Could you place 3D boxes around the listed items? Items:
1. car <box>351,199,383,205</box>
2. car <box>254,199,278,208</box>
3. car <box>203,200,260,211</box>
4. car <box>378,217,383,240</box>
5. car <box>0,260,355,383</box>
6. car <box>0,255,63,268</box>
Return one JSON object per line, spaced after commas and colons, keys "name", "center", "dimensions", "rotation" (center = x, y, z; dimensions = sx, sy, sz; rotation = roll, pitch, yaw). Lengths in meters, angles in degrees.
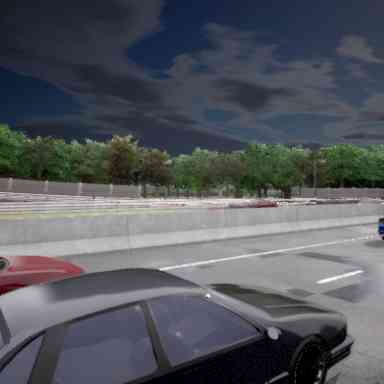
{"name": "car", "center": [17.903, 1.480, 33.920], "dimensions": [5.008, 1.535, 1.882], "rotation": [0, 0, -35]}
{"name": "car", "center": [6.833, 1.480, 34.648], "dimensions": [5.008, 1.535, 1.882], "rotation": [0, 0, -35]}
{"name": "car", "center": [3.139, 1.604, 27.721], "dimensions": [4.718, 1.301, 1.895], "rotation": [0, 0, -35]}
{"name": "car", "center": [10.745, 1.480, 15.705], "dimensions": [5.008, 1.535, 1.882], "rotation": [0, 0, -35]}
{"name": "car", "center": [-0.597, 1.548, 3.321], "dimensions": [5.357, 1.411, 2.033], "rotation": [0, 0, -35]}
{"name": "car", "center": [-4.194, 1.478, 5.054], "dimensions": [5.008, 1.535, 1.882], "rotation": [0, 0, -35]}
